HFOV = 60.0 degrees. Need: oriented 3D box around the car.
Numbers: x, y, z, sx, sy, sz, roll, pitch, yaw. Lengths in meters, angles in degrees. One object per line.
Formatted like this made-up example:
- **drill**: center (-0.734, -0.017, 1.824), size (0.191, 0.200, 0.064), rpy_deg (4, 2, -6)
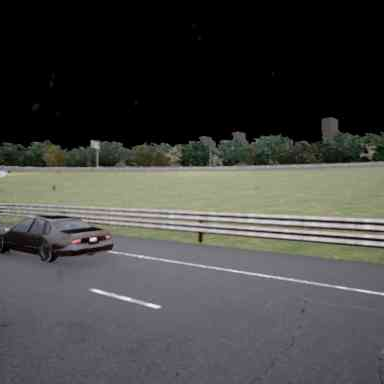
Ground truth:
- **car**: center (-5.166, 1.545, 11.961), size (5.357, 1.411, 2.033), rpy_deg (0, 0, 35)
